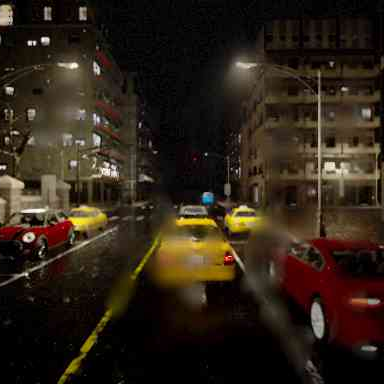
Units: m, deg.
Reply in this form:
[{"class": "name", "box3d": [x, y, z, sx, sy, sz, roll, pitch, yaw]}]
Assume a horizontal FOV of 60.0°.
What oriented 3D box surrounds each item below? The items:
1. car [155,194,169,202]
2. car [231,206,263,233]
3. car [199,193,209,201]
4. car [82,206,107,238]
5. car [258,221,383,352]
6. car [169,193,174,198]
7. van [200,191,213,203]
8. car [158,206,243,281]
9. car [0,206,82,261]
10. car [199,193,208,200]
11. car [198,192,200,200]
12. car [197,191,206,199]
[{"class": "car", "box3d": [-5.768, 1.213, 61.139, 1.802, 1.307, 4.206, 1, 0, 0]}, {"class": "car", "box3d": [2.674, 1.428, 17.600, 1.752, 1.417, 4.829, 1, 0, 0]}, {"class": "car", "box3d": [2.599, 0.995, 72.434, 1.967, 1.590, 4.097, 1, 0, 0]}, {"class": "car", "box3d": [-5.705, 1.430, 17.265, 1.752, 1.417, 4.829, 1, 0, 0]}, {"class": "car", "box3d": [2.690, 1.511, 6.197, 1.887, 1.381, 4.507, 1, 0, 0]}, {"class": "car", "box3d": [-5.808, 1.014, 89.493, 1.802, 1.307, 4.206, 1, 0, 0]}, {"class": "van", "box3d": [2.624, 1.010, 55.421, 1.690, 1.788, 3.998, 1, 0, 0]}, {"class": "car", "box3d": [0.088, 1.404, 9.566, 1.801, 1.575, 5.366, 0, 0, 0]}, {"class": "car", "box3d": [-5.697, 1.375, 11.821, 1.967, 1.590, 4.097, 1, 0, 0]}, {"class": "car", "box3d": [2.589, 1.066, 78.106, 2.008, 1.369, 4.403, 1, 0, 0]}, {"class": "car", "box3d": [2.613, 1.176, 61.094, 1.887, 1.381, 4.507, 1, 0, 0]}, {"class": "car", "box3d": [2.576, 0.748, 89.446, 2.192, 1.841, 5.009, 1, 0, 0]}]
